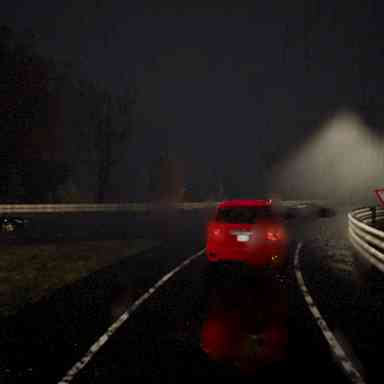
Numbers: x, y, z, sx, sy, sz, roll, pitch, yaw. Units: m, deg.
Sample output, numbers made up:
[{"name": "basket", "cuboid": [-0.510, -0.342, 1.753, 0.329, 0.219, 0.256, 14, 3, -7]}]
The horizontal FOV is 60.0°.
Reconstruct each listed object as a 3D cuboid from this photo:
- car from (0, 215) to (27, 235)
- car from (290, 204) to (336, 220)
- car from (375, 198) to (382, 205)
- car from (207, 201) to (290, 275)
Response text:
[{"name": "car", "cuboid": [-11.854, 1.633, 18.657, 4.674, 1.442, 1.812, 0, 0, -21]}, {"name": "car", "cuboid": [10.783, 1.753, 30.220, 5.357, 1.411, 2.033, 0, 0, -34]}, {"name": "car", "cuboid": [41.321, 1.986, 72.984, 1.882, 1.535, 5.008, 0, 0, 29]}, {"name": "car", "cuboid": [1.998, 1.295, 11.059, 2.150, 2.045, 5.566, 0, -1, 15]}]
